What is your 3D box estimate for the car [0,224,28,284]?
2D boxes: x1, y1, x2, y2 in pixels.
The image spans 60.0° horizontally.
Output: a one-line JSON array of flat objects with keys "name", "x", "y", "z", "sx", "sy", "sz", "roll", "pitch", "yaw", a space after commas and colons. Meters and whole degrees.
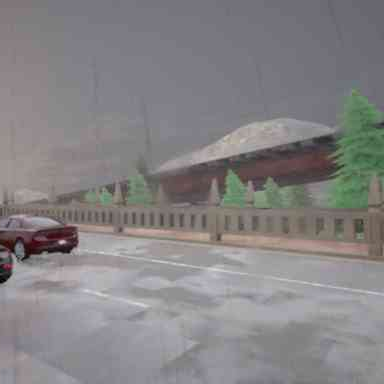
[{"name": "car", "x": -6.393, "y": 1.626, "z": 8.554, "sx": 4.674, "sy": 1.442, "sz": 1.812, "roll": -1, "pitch": 0, "yaw": 36}]

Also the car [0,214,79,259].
[{"name": "car", "x": -6.494, "y": 1.604, "z": 12.926, "sx": 5.008, "sy": 1.535, "sz": 1.882, "roll": -1, "pitch": 0, "yaw": 36}]
